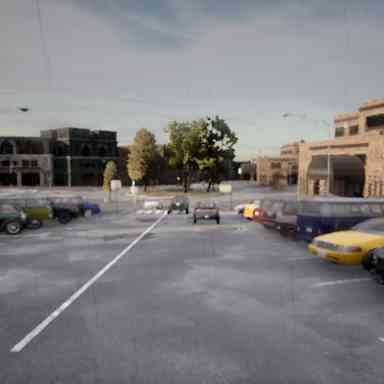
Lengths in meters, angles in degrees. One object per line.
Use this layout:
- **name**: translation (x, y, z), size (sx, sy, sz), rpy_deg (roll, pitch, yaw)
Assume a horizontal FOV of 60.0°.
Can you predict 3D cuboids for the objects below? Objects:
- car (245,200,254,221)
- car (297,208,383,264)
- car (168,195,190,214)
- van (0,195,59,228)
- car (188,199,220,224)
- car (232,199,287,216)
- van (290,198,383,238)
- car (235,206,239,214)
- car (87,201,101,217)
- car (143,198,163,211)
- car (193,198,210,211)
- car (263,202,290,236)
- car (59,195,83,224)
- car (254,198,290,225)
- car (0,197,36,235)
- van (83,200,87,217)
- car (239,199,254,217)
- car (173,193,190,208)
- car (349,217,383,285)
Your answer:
- **car**: translation (6.379, 1.453, 22.283), size (4.792, 1.488, 2.163), rpy_deg (1, 0, -20)
- **car**: translation (6.229, 1.443, 10.426), size (5.366, 1.575, 1.946), rpy_deg (1, 0, -20)
- **car**: translation (-1.396, 1.281, 34.993), size (2.097, 1.767, 4.553), rpy_deg (0, 0, 0)
- **van**: translation (-10.816, 1.236, 20.490), size (4.442, 1.987, 1.878), rpy_deg (-1, 0, -18)
- **car**: translation (1.051, 1.440, 24.600), size (2.128, 1.511, 4.902), rpy_deg (0, 0, 2)
- **car**: translation (6.297, 1.444, 31.121), size (4.674, 1.452, 2.002), rpy_deg (1, 0, -20)
- **van**: translation (6.508, 1.218, 13.468), size (4.442, 1.987, 1.878), rpy_deg (1, 0, -20)
- **car**: translation (6.290, 1.439, 28.158), size (4.792, 1.488, 2.163), rpy_deg (1, 0, -20)
- **car**: translation (-10.666, 1.446, 29.442), size (5.008, 1.535, 2.097), rpy_deg (-1, 0, -18)
- **car**: translation (-4.694, 1.433, 40.325), size (1.812, 1.442, 4.674), rpy_deg (0, 0, 1)
- **car**: translation (1.118, 1.503, 40.326), size (1.895, 1.301, 4.718), rpy_deg (0, 1, 0)
- **car**: translation (6.390, 1.435, 16.369), size (5.008, 1.535, 2.097), rpy_deg (1, 0, -20)
- **car**: translation (-10.816, 1.206, 23.461), size (5.566, 2.045, 2.435), rpy_deg (-1, 0, -18)
- **car**: translation (6.340, 1.303, 19.313), size (4.553, 1.767, 2.185), rpy_deg (1, 0, -20)
- **car**: translation (-10.977, 1.343, 17.456), size (4.553, 1.767, 2.185), rpy_deg (-1, 0, -18)
- **van**: translation (-10.868, 1.228, 26.405), size (4.442, 1.987, 1.878), rpy_deg (-1, 0, -18)
- **car**: translation (6.307, 1.290, 25.213), size (4.553, 1.767, 2.185), rpy_deg (1, 0, -20)
- **car**: translation (-1.438, 1.126, 46.258), size (2.097, 1.767, 4.553), rpy_deg (0, 2, 1)
- **car**: translation (6.419, 1.455, 7.554), size (5.008, 1.535, 2.097), rpy_deg (1, 0, -20)
